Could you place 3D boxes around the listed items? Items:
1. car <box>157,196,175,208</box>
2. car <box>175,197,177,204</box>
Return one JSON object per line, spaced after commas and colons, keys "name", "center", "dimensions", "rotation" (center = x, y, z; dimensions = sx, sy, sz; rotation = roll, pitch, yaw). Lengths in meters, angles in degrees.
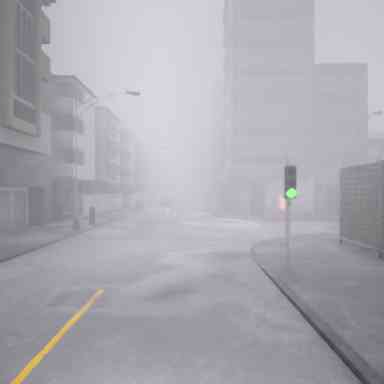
{"name": "car", "center": [-4.028, 1.556, 48.942], "dimensions": [2.033, 1.411, 5.357], "rotation": [0, 0, 1]}
{"name": "car", "center": [-3.942, 1.528, 65.273], "dimensions": [1.837, 1.490, 4.892], "rotation": [0, -1, 0]}
